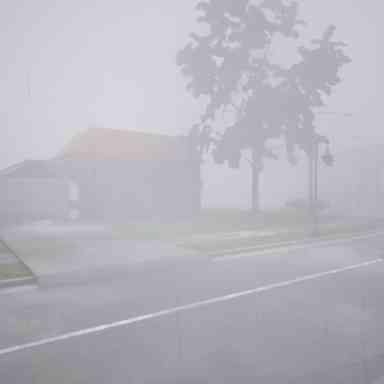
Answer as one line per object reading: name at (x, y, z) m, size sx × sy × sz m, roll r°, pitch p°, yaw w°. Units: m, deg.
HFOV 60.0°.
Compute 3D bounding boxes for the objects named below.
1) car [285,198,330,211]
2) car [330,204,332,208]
car at (13.766, 1.493, 40.812) m, size 1.882 × 1.535 × 5.008 m, roll 0°, pitch 1°, yaw -34°
car at (15.934, 1.522, 43.861) m, size 1.837 × 1.490 × 4.892 m, roll 0°, pitch 0°, yaw -34°
